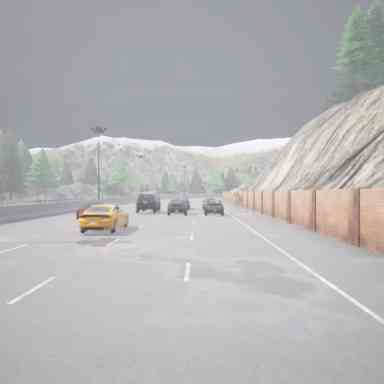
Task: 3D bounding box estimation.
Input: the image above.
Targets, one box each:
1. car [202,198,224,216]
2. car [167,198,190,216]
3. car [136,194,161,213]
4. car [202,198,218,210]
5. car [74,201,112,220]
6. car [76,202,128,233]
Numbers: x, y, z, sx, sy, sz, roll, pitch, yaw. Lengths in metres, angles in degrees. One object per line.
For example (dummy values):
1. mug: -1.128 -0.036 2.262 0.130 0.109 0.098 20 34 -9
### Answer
1. car: 2.113 1.491 32.819 2.128 1.511 4.902 0 0 1
2. car: -1.385 1.505 33.000 1.837 1.490 4.892 0 0 1
3. car: -4.812 1.222 37.320 2.150 2.045 5.566 0 0 1
4. car: 2.283 1.526 43.269 1.812 1.442 4.674 0 0 1
5. car: -8.454 1.564 28.871 1.994 1.385 4.181 0 0 1
6. car: -5.103 1.478 19.764 1.882 1.535 5.008 0 0 1
